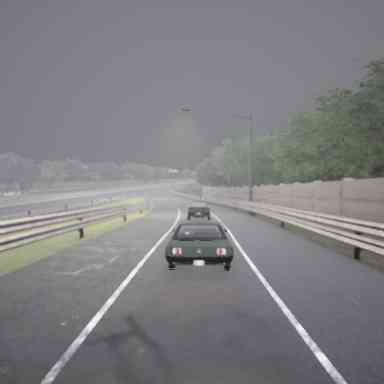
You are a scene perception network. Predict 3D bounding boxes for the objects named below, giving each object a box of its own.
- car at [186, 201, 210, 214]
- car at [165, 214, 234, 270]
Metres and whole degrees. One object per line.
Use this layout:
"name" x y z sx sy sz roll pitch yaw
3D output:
"car" 0.543 1.570 28.995 1.882 1.535 5.008 0 0 0
"car" 0.255 1.639 11.216 1.895 1.301 4.718 0 0 2
